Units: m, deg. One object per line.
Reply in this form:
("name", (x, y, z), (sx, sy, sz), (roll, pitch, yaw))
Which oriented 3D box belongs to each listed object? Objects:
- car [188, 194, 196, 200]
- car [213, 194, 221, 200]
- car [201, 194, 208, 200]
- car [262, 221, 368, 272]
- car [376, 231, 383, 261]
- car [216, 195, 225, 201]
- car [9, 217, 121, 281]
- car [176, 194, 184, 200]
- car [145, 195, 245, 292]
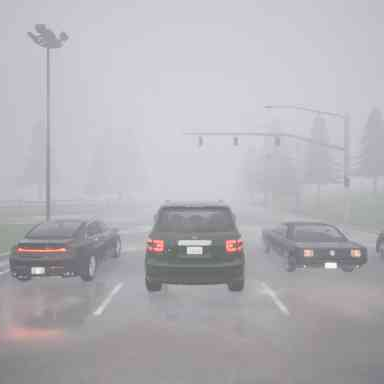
("car", (0.048, 1.357, 93.453), (2.128, 1.511, 4.902), (0, 0, 0))
("car", (7.048, 1.385, 93.449), (1.994, 1.385, 4.181), (0, 0, 0))
("car", (3.548, 1.310, 93.451), (1.882, 1.535, 5.008), (0, 0, 0))
("car", (3.585, 1.601, 10.760), (1.895, 1.301, 4.718), (0, 0, 0))
("car", (7.076, 1.492, 9.213), (2.128, 1.511, 4.902), (0, 0, 0))
("car", (7.043, 1.544, 83.412), (1.994, 1.385, 4.181), (0, 0, 0))
("car", (-3.422, 1.505, 9.844), (1.837, 1.490, 4.892), (0, 0, 0))
("car", (-3.452, 1.372, 93.454), (2.033, 1.411, 5.357), (0, 0, 0))
("car", (0.074, 1.221, 9.095), (2.150, 2.045, 5.566), (0, 0, 0))
